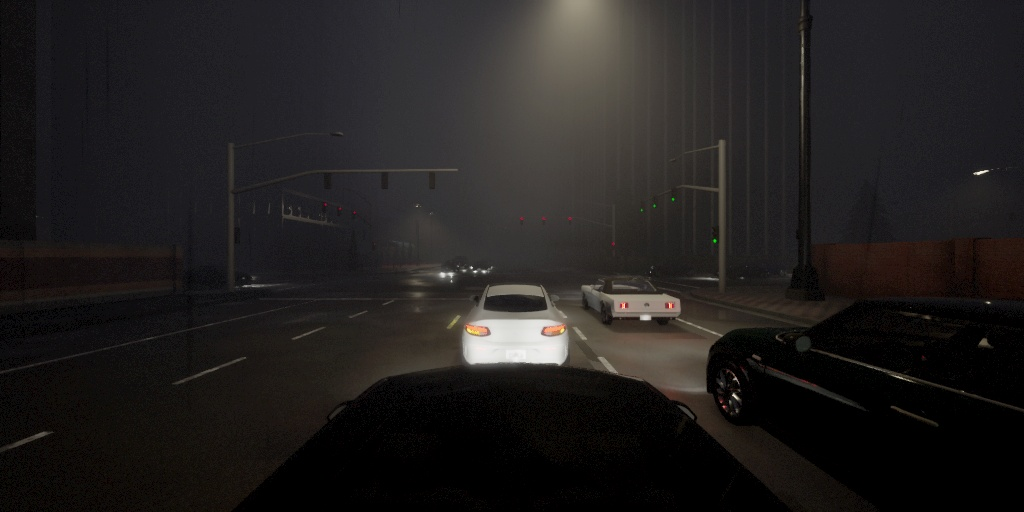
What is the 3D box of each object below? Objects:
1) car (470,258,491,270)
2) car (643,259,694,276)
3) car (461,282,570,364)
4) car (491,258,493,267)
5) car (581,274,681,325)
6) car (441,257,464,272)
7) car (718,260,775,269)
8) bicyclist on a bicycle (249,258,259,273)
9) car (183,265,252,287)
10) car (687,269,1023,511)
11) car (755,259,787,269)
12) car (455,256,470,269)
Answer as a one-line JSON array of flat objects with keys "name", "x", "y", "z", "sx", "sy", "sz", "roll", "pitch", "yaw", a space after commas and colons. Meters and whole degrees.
[{"name": "car", "x": -4.427, "y": 1.314, "z": 50.793, "sx": 1.994, "sy": 1.385, "sz": 4.181, "roll": 0, "pitch": 0, "yaw": -1}, {"name": "car", "x": 15.336, "y": 1.102, "z": 35.125, "sx": 4.553, "sy": 1.767, "sz": 2.097, "roll": 0, "pitch": 0, "yaw": 0}, {"name": "car", "x": 0.058, "y": 1.276, "z": 7.554, "sx": 1.812, "sy": 1.442, "sz": 4.674, "roll": 0, "pitch": 0, "yaw": 0}, {"name": "car", "x": -4.551, "y": 1.275, "z": 59.408, "sx": 1.812, "sy": 1.442, "sz": 4.674, "roll": 0, "pitch": 0, "yaw": -1}, {"name": "car", "x": 3.562, "y": 1.351, "z": 11.772, "sx": 1.895, "sy": 1.301, "sz": 4.718, "roll": 0, "pitch": 0, "yaw": 0}, {"name": "car", "x": -7.895, "y": 1.241, "z": 46.226, "sx": 2.128, "sy": 1.511, "sz": 4.902, "roll": 0, "pitch": 0, "yaw": 1}, {"name": "car", "x": 20.187, "y": 1.314, "z": 31.671, "sx": 4.181, "sy": 1.385, "sz": 1.994, "roll": 0, "pitch": 0, "yaw": -1}, {"name": "bicyclist on a bicycle", "x": -28.411, "y": 1.050, "z": 39.488, "sx": 0.582, "sy": 1.620, "sz": 1.656, "roll": 0, "pitch": 0, "yaw": -1}, {"name": "car", "x": -19.971, "y": 1.314, "z": 24.042, "sx": 4.181, "sy": 1.385, "sz": 1.994, "roll": 0, "pitch": 0, "yaw": 1}, {"name": "car", "x": 3.599, "y": 1.102, "z": 2.870, "sx": 2.097, "sy": 1.767, "sz": 4.553, "roll": 0, "pitch": 0, "yaw": 0}, {"name": "car", "x": 24.228, "y": 1.102, "z": 35.207, "sx": 4.553, "sy": 1.767, "sz": 2.097, "roll": 0, "pitch": 0, "yaw": -1}, {"name": "car", "x": -8.003, "y": 0.970, "z": 56.072, "sx": 2.150, "sy": 2.045, "sz": 5.566, "roll": 0, "pitch": 0, "yaw": -1}]
